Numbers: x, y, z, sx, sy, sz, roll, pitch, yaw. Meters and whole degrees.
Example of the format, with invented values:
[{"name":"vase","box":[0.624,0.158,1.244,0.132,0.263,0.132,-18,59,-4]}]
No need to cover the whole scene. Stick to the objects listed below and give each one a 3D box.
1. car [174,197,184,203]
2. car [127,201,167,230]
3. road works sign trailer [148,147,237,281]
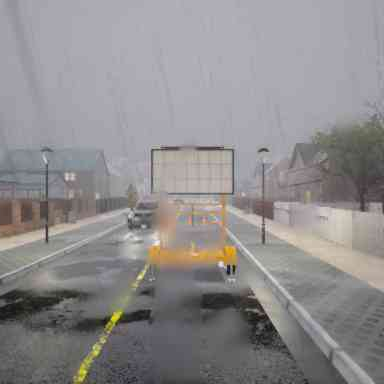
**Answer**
[{"name":"car","box":[-2.715,1.765,69.606,1.994,1.385,4.181,0,0,0]},{"name":"car","box":[-2.738,1.376,21.131,2.097,1.767,4.553,0,0,0]},{"name":"road works sign trailer","box":[0.019,0.471,9.835,2.380,3.560,2.880,0,0,0]}]
